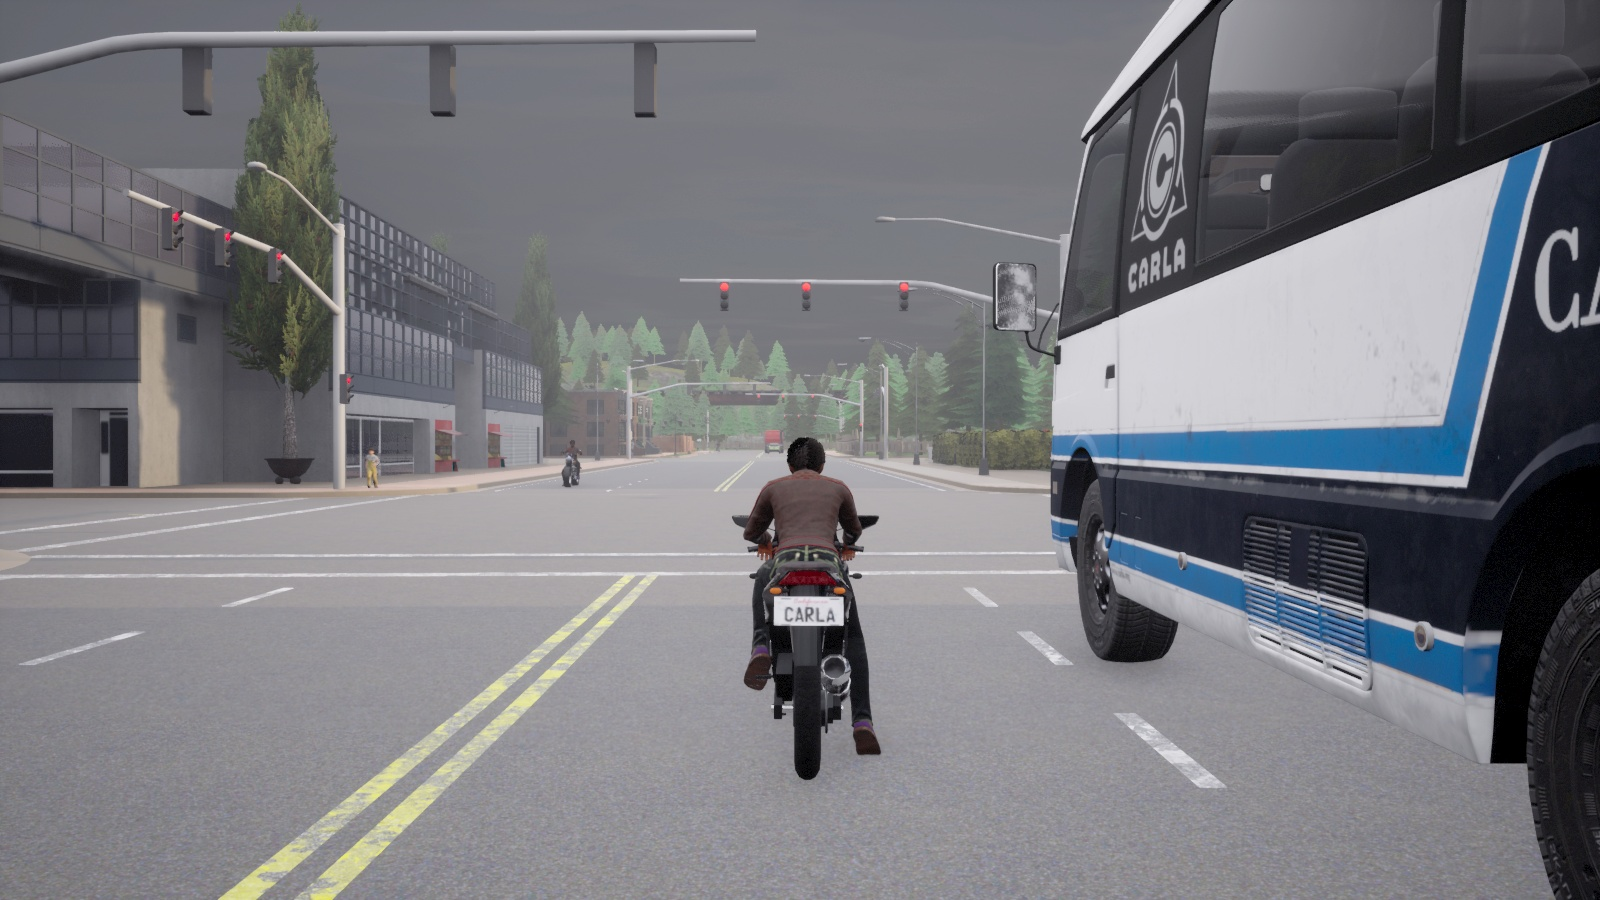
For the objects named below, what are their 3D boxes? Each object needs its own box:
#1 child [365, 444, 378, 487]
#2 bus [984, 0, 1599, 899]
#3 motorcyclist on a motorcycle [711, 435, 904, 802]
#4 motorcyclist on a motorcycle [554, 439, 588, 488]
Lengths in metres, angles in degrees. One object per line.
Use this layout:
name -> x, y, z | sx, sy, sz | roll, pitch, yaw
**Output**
child -> -12.680, 0.465, 37.173 | 0.270, 1.263, 0.437 | 0, 0, -5
bus -> 3.533, -0.659, 5.564 | 3.944, 4.253, 10.273 | 0, 0, 0
motorcyclist on a motorcycle -> 0.030, 0.693, 6.236 | 0.797, 1.523, 2.044 | 0, 0, 0
motorcyclist on a motorcycle -> -7.852, 0.447, 43.159 | 0.766, 1.649, 2.350 | 0, 0, -1
